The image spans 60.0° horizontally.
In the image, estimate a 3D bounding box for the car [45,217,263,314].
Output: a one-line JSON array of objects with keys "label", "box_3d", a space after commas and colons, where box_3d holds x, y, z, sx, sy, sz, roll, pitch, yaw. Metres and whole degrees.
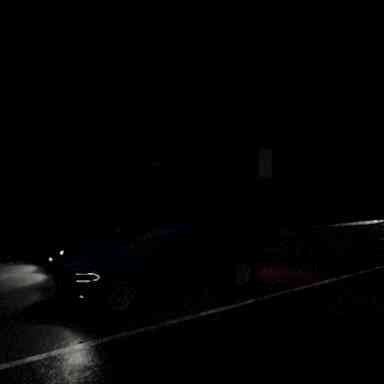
[{"label": "car", "box_3d": [-0.508, 1.493, 7.832, 5.008, 1.535, 1.882, 0, 0, -35]}]
